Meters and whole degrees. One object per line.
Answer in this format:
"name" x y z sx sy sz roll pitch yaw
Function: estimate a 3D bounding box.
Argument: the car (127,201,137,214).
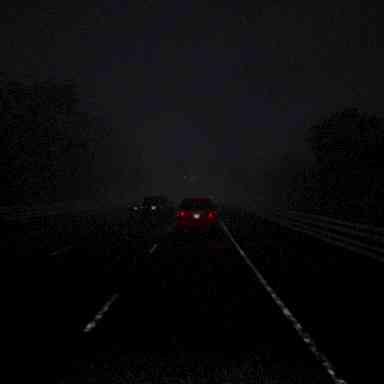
"car" -5.934 1.722 37.553 1.994 1.385 4.181 0 0 3

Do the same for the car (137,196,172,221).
"car" -2.884 1.346 28.474 2.150 2.045 5.566 0 0 2

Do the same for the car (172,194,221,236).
"car" 0.302 1.314 19.325 2.150 2.045 5.566 0 0 2
